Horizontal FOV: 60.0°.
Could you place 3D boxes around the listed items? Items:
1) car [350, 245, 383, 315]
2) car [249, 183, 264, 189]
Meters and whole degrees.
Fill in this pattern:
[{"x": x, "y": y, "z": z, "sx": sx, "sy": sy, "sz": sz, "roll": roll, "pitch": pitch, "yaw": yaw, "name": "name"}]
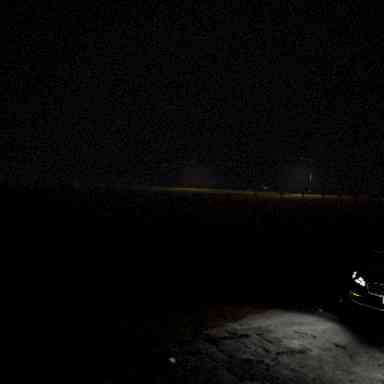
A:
[{"x": 5.131, "y": 1.510, "z": 6.735, "sx": 4.892, "sy": 1.490, "sz": 1.837, "roll": 0, "pitch": 0, "yaw": -36, "name": "car"}, {"x": 14.798, "y": -1.182, "z": 73.883, "sx": 2.097, "sy": 1.767, "sz": 4.553, "roll": 2, "pitch": 1, "yaw": -36, "name": "car"}]
